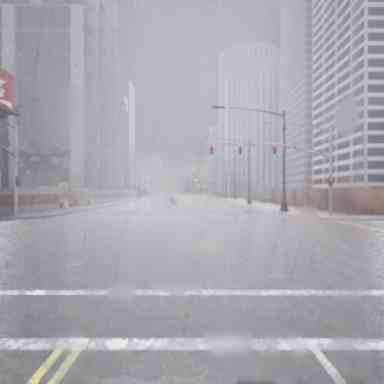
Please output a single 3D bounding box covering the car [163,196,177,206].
[{"bbox_3d":[-3.503,1.443,52.811,1.837,1.490,4.892,0,0,0],"label":"car"}]
